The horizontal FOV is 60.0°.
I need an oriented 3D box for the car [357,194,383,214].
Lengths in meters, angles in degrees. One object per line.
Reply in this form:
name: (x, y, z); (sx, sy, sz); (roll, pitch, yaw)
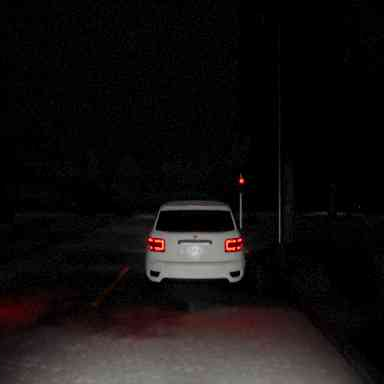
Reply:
car: (20.221, 1.242, 34.617); (5.566, 2.045, 2.150); (0, 0, 0)

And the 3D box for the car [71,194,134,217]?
car: (-8.209, 1.242, 30.688); (5.566, 2.045, 2.150); (0, 0, 1)

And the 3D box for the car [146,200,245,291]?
car: (0.102, 1.227, 9.196); (2.150, 2.045, 5.566); (0, 0, 1)
